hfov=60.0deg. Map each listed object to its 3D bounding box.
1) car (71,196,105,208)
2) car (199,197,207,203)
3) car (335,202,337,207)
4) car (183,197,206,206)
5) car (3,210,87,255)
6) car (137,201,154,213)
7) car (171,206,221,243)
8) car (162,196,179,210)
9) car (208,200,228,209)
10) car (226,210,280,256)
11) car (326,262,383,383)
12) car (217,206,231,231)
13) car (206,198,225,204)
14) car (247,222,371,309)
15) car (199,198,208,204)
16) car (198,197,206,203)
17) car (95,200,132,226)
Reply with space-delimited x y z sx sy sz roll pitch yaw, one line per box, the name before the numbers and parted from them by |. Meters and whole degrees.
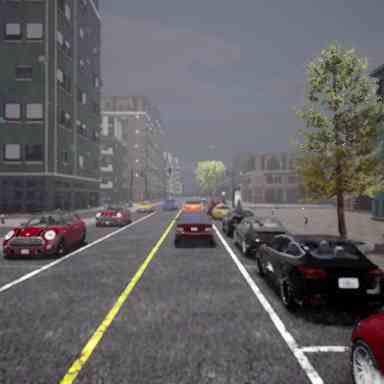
car | -17.262 1.618 55.273 5.009 1.841 2.192 0 -1 0
car | 2.706 2.022 84.682 1.967 1.590 4.097 0 0 0
car | 26.162 2.025 55.518 4.507 1.381 1.887 0 -1 0
car | 0.107 1.573 34.584 2.097 1.767 4.553 0 0 0
car | -5.688 1.524 13.339 1.967 1.590 4.097 0 0 0
car | -5.683 1.787 40.866 1.752 1.417 4.829 0 0 0
car | 0.103 1.653 16.722 2.033 1.411 5.357 0 0 0
car | -3.000 1.650 46.808 2.097 1.767 4.553 0 0 0
car | 2.696 1.717 30.125 1.752 1.417 4.829 0 0 0
car | 2.693 1.635 13.336 2.008 1.369 4.403 0 0 0
car | 2.692 1.596 2.258 1.802 1.307 4.206 0 0 0
car | 2.694 1.685 18.875 1.947 1.339 4.313 0 0 0
car | 2.698 1.542 35.496 2.192 1.841 5.009 0 0 0
car | 2.692 1.614 7.798 1.947 1.339 4.313 0 0 0
car | 2.705 2.087 78.984 2.008 1.369 4.403 0 0 0
car | 2.706 2.068 90.378 1.967 1.590 4.097 0 0 0
car | -5.685 1.595 24.418 1.967 1.590 4.097 0 0 0
